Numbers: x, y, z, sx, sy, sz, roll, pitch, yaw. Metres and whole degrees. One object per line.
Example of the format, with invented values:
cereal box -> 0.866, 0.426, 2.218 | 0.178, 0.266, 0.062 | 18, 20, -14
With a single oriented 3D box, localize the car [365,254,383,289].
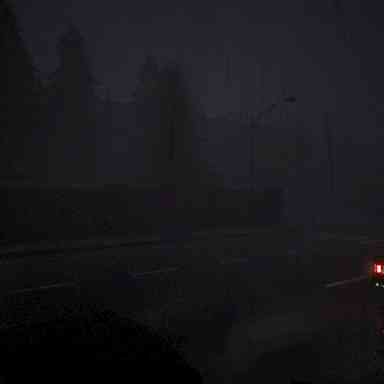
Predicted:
car -> 6.114, 1.638, 7.626 | 4.718, 1.301, 1.895 | 0, 0, -33

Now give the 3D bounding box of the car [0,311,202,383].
car -> -2.165, 1.597, 2.038 | 4.718, 1.301, 1.895 | 0, 0, -36
